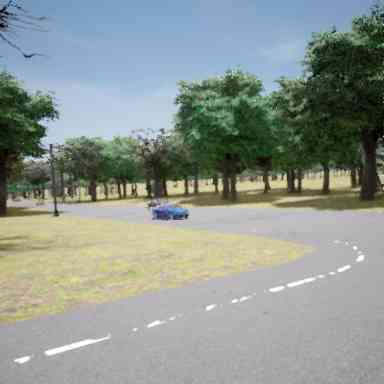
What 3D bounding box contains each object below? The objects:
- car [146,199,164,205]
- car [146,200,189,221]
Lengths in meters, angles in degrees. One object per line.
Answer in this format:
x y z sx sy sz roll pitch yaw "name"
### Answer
-5.139 1.840 49.417 2.128 1.511 4.902 -5 2 -36 "car"
-2.228 1.954 33.332 1.882 1.535 5.008 -5 1 -36 "car"
